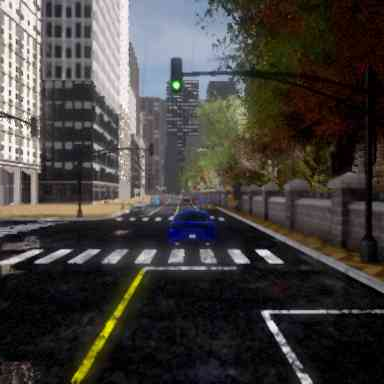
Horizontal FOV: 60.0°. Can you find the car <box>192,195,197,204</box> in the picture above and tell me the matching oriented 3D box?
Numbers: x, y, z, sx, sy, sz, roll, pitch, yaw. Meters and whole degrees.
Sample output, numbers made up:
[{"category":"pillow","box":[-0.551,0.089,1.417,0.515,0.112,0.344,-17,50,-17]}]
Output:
[{"category":"car","box":[1.406,1.736,64.155,1.752,1.417,4.829,0,0,-2]}]

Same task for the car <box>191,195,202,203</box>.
[{"category":"car","box":[0.997,1.556,75.075,2.192,1.841,5.009,0,0,-2]}]

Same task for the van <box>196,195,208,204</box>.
[{"category":"van","box":[1.916,1.502,47.360,1.690,1.788,3.998,0,0,-1]}]

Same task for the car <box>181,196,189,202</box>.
[{"category":"car","box":[-1.639,1.674,76.760,1.895,1.301,4.718,0,0,-2]}]

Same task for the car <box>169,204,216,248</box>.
[{"category":"car","box":[0.006,1.527,14.992,1.882,1.535,5.008,0,0,0]}]

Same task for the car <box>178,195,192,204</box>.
[{"category":"car","box":[-1.235,1.711,66.307,2.128,1.511,4.902,0,0,-2]}]

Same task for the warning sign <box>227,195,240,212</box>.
[{"category":"warning sign","box":[4.545,1.242,36.741,1.300,1.860,1.060,0,0,-1]}]

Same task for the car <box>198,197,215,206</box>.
[{"category":"car","box":[2.049,1.669,41.987,1.752,1.417,4.829,0,0,-1]}]

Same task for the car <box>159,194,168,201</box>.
[{"category":"car","box":[-7.765,1.601,91.355,2.192,1.841,5.009,0,0,-3]}]

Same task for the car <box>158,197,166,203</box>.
[{"category":"car","box":[-7.254,1.839,80.272,1.802,1.307,4.206,0,0,-2]}]

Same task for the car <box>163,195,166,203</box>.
[{"category":"car","box":[-6.606,1.756,63.638,1.887,1.381,4.507,0,0,-2]}]

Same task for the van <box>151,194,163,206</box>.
[{"category":"van","box":[-6.422,1.536,58.096,1.690,1.788,3.998,0,0,-2]}]

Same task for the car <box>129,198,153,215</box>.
[{"category":"car","box":[-5.702,1.677,35.922,2.008,1.369,4.403,0,0,-1]}]

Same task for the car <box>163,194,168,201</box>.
[{"category":"car","box":[-7.020,1.787,74.727,1.887,1.381,4.507,0,0,-2]}]
